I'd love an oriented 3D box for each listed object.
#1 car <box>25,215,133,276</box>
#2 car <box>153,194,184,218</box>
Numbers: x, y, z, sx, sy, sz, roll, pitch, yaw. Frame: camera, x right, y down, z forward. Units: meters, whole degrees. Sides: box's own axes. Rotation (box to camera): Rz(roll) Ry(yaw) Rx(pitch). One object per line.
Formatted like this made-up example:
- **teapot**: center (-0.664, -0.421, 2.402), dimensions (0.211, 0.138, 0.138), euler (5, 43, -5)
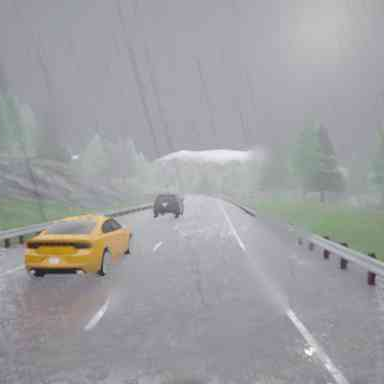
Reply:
- **car**: center (-3.165, 1.461, 10.310), dimensions (1.882, 1.535, 5.008), euler (0, 0, 2)
- **car**: center (-2.032, 1.173, 29.929), dimensions (2.150, 2.045, 5.566), euler (0, 0, 4)
